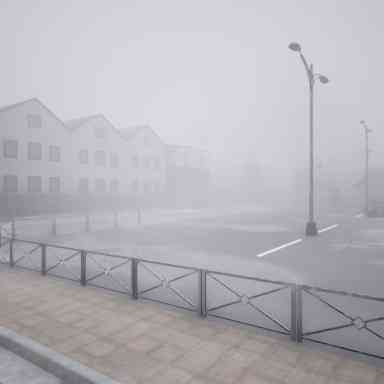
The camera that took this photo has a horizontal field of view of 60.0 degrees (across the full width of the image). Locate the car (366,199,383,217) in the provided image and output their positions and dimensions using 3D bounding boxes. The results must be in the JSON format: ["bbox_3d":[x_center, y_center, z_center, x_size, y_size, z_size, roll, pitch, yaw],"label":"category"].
[{"bbox_3d":[15.362,1.298,26.847,2.007,1.523,4.514,0,0,35],"label":"car"}]
